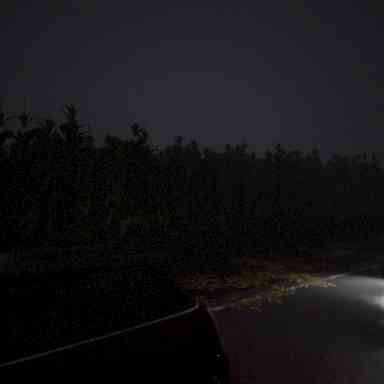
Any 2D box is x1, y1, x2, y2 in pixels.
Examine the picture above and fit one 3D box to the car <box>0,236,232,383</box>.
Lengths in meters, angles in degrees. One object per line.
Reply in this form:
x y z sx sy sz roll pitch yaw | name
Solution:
-1.904 1.353 2.625 4.553 1.767 2.097 0 0 -35 | car
